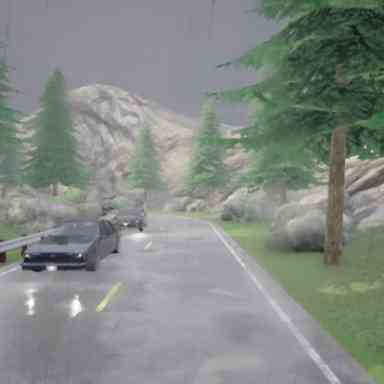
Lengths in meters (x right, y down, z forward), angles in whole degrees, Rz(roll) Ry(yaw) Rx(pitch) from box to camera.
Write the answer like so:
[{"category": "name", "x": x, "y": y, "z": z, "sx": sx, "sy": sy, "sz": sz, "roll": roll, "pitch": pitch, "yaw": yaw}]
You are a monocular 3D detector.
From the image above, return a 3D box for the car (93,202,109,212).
[{"category": "car", "x": -11.989, "y": 1.924, "z": 41.362, "sx": 4.718, "sy": 1.301, "sz": 1.895, "roll": 0, "pitch": 0, "yaw": 28}]

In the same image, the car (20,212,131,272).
[{"category": "car", "x": -3.690, "y": 1.637, "z": 11.382, "sx": 2.033, "sy": 1.411, "sz": 5.357, "roll": 0, "pitch": 0, "yaw": 0}]

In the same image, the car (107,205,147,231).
[{"category": "car", "x": -3.980, "y": 1.675, "z": 21.787, "sx": 1.837, "sy": 1.490, "sz": 4.892, "roll": 0, "pitch": 0, "yaw": -3}]
